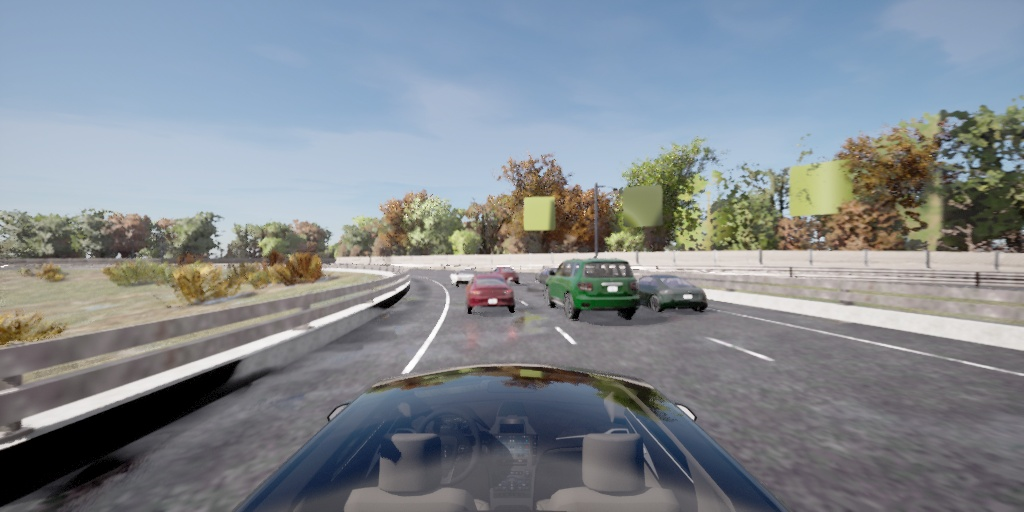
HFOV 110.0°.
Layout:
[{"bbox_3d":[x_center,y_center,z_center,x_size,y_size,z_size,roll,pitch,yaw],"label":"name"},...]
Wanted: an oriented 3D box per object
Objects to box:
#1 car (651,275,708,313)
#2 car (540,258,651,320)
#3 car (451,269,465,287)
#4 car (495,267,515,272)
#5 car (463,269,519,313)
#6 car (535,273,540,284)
[{"bbox_3d":[6.065,1.458,14.888,1.994,1.385,4.181,0,-1,-8],"label":"car"},{"bbox_3d":[2.742,1.114,13.462,2.150,2.045,5.566,0,0,-6],"label":"car"},{"bbox_3d":[-3.780,1.718,28.582,1.895,1.301,4.718,0,-1,-15],"label":"car"},{"bbox_3d":[-0.749,1.654,30.609,1.812,1.442,4.674,0,-1,-17],"label":"car"},{"bbox_3d":[-0.995,1.451,14.902,1.812,1.442,4.674,0,-1,-8],"label":"car"},{"bbox_3d":[3.442,1.633,28.686,2.033,1.411,5.357,0,-1,-14],"label":"car"}]
